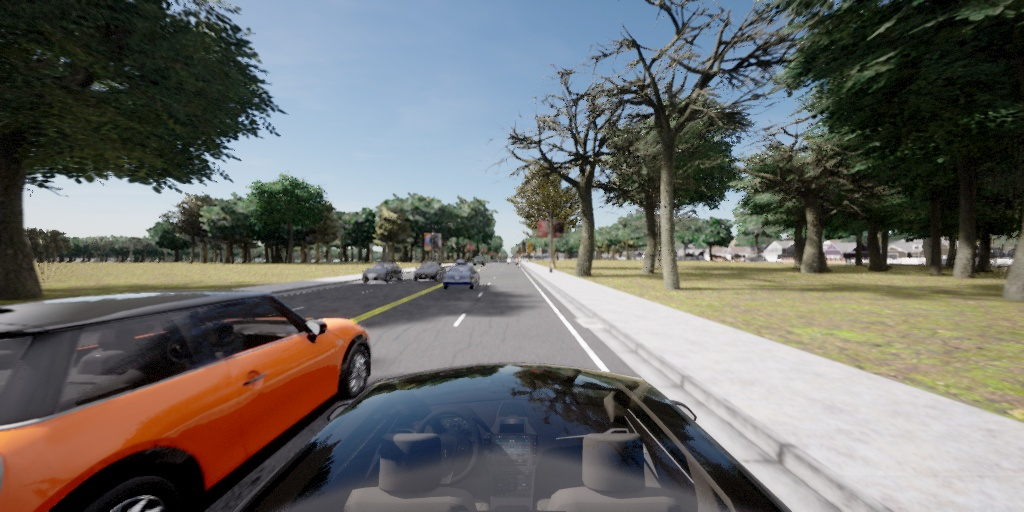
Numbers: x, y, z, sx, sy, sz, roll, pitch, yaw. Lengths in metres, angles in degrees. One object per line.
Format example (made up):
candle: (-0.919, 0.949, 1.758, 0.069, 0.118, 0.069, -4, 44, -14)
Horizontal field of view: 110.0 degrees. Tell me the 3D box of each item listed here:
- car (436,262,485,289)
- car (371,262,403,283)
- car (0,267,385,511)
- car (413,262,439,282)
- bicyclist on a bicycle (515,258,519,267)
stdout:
car: (-3.158, 1.302, 23.093, 2.033, 1.411, 5.357, 0, 0, 0)
car: (-9.857, 1.249, 27.605, 2.128, 1.511, 4.902, 0, 0, 0)
car: (-3.151, 1.102, 3.555, 2.097, 1.767, 4.553, 0, 0, 0)
car: (-6.607, 1.264, 29.120, 1.837, 1.490, 4.892, 0, 0, 0)
bicyclist on a bicycle: (0.880, 1.217, 60.866, 0.866, 1.612, 1.509, 0, 0, 0)
